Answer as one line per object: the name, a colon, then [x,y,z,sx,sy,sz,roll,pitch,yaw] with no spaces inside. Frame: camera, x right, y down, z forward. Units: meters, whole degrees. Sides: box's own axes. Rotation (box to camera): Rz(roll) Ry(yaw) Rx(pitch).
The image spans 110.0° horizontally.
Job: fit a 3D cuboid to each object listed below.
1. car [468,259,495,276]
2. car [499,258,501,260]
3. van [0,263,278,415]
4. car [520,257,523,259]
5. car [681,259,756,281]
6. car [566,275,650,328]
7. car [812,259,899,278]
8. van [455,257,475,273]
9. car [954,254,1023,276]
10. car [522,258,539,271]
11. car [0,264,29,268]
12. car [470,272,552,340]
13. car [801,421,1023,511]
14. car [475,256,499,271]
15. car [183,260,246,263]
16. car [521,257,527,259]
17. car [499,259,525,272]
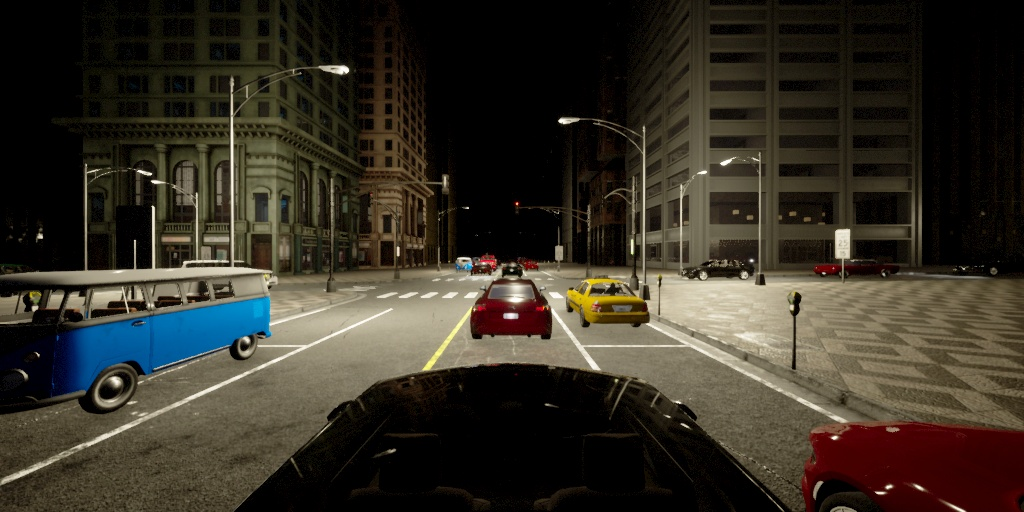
car: [-3.161,1.323,37.776,1.994,1.385,4.181,0,0,1]
car: [-3.193,1.374,57.210,1.895,1.301,4.718,0,0,0]
van: [-5.769,1.090,5.684,1.690,1.789,3.998,0,0,0]
car: [2.662,1.321,60.242,1.888,1.381,4.507,0,0,0]
car: [14.864,0.974,25.977,4.892,1.490,1.837,-1,0,0]
car: [2.751,1.276,11.269,1.751,1.417,4.829,0,0,0]
car: [24.784,0.903,25.958,4.718,1.301,1.895,-1,0,0]
van: [-5.859,1.103,43.668,1.690,1.789,3.998,0,0,0]
car: [35.115,0.640,25.931,4.892,1.490,1.837,-1,0,0]
car: [2.686,1.311,49.192,1.888,1.381,4.507,0,0,0]
car: [-32.458,1.516,22.874,5.566,2.045,2.150,-1,0,1]
car: [0.017,1.314,10.034,1.994,1.385,4.181,0,0,1]
car: [2.766,1.295,0.519,1.888,1.381,4.507,0,0,0]
car: [-3.190,0.986,47.403,2.150,2.045,5.566,0,0,-1]
car: [-18.119,1.266,22.874,5.566,2.045,2.150,-1,0,3]
car: [2.674,1.316,54.717,1.888,1.381,4.507,0,0,0]
car: [-0.009,1.322,36.210,1.994,1.385,4.181,0,0,1]
